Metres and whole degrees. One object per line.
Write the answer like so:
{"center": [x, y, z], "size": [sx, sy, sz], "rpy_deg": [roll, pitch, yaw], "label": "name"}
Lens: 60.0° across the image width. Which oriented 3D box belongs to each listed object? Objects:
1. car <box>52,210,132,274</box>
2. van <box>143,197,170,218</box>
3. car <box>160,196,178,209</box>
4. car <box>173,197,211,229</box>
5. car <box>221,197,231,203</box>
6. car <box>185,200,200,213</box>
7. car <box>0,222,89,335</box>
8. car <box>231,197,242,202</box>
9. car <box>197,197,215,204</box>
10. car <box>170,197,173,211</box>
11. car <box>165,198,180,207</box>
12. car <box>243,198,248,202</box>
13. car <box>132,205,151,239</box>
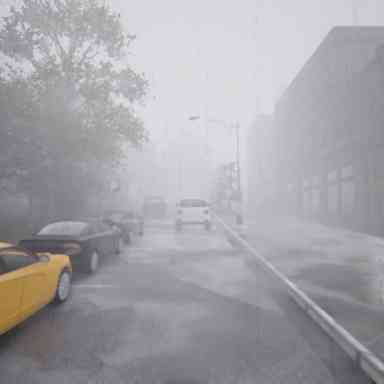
{"center": [-3.659, 1.560, 10.967], "size": [2.097, 1.535, 5.008], "rpy_deg": [0, 0, 2], "label": "car"}
{"center": [-3.673, 1.466, 33.379], "size": [1.878, 1.987, 4.442], "rpy_deg": [1, 0, 2], "label": "van"}
{"center": [-3.472, 1.603, 50.341], "size": [2.185, 1.767, 4.553], "rpy_deg": [-1, 0, 2], "label": "car"}
{"center": [0.069, 1.387, 22.903], "size": [2.150, 2.045, 5.566], "rpy_deg": [0, 0, 0], "label": "car"}
{"center": [6.735, 2.021, 82.351], "size": [2.097, 1.535, 5.008], "rpy_deg": [-3, -4, 36], "label": "car"}
{"center": [0.042, 1.732, 41.734], "size": [1.837, 1.490, 4.892], "rpy_deg": [0, 0, 0], "label": "car"}
{"center": [-3.644, 1.520, 5.406], "size": [2.097, 1.535, 5.008], "rpy_deg": [1, -1, 2], "label": "car"}
{"center": [10.258, 2.137, 86.803], "size": [2.231, 1.521, 4.892], "rpy_deg": [-4, -4, 42], "label": "car"}
{"center": [3.304, 1.933, 77.601], "size": [2.231, 1.521, 4.892], "rpy_deg": [-2, -1, 29], "label": "car"}
{"center": [-3.466, 1.726, 44.632], "size": [2.231, 1.521, 4.892], "rpy_deg": [0, 0, 2], "label": "car"}
{"center": [-3.239, 1.735, 56.043], "size": [2.097, 1.535, 5.008], "rpy_deg": [0, 0, 2], "label": "car"}
{"center": [14.363, 2.256, 90.603], "size": [5.008, 1.535, 2.097], "rpy_deg": [1, -4, -40], "label": "car"}
{"center": [-3.670, 1.630, 16.574], "size": [2.163, 1.488, 4.792], "rpy_deg": [0, 0, 2], "label": "car"}
